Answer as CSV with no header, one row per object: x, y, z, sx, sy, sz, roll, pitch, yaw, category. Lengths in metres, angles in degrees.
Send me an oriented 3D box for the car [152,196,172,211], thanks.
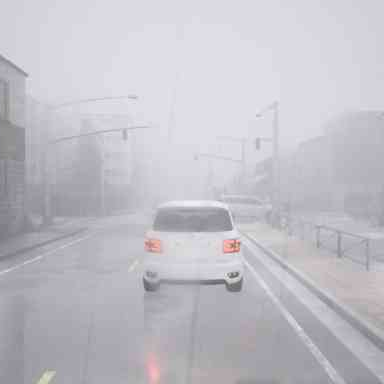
-3.730,1.352,42.083,2.097,1.767,4.553,0,0,1,car

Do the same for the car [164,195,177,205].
-3.697,1.352,58.170,2.097,1.767,4.553,0,0,0,car

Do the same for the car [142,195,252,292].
0.035,1.221,9.080,2.150,2.045,5.566,0,0,1,car

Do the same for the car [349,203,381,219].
16.656,1.740,30.263,4.181,1.385,1.994,0,0,0,car

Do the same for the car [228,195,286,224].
4.678,1.347,26.740,5.566,2.045,2.150,2,1,18,car
